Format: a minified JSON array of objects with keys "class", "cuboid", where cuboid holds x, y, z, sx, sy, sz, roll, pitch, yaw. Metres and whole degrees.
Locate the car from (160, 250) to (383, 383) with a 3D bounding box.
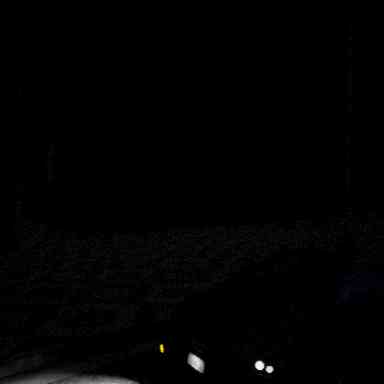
[{"class":"car","cuboid":[1.661,1.562,4.565,4.181,1.385,1.994,0,0,-36]}]
